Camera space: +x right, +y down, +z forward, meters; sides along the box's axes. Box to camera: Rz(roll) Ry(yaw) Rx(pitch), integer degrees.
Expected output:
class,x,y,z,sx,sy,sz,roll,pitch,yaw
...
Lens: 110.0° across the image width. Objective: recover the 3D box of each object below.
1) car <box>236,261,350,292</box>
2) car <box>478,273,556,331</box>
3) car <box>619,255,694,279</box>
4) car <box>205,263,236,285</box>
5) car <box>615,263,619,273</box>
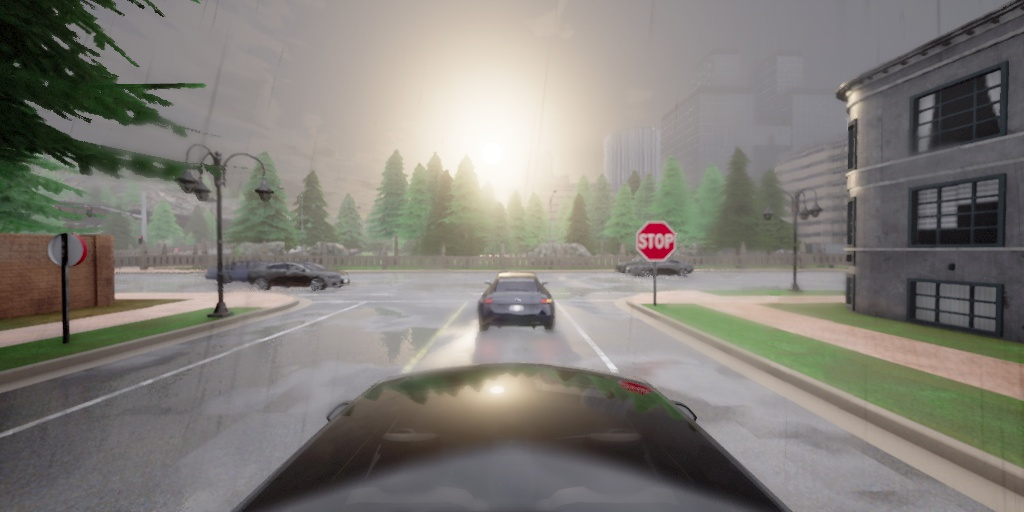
class,x,y,z,sx,sy,sz,roll,pitch,yaw
car,-10.966,1.007,18.590,4.902,1.511,2.128,0,1,4
car,0.133,1.172,10.460,1.994,1.385,4.181,0,1,1
car,11.081,0.874,27.028,4.902,1.511,2.128,0,1,-2
car,-15.810,1.003,22.326,5.357,1.411,2.033,0,1,-2
car,11.192,0.678,30.531,4.553,1.767,2.097,0,1,-2
